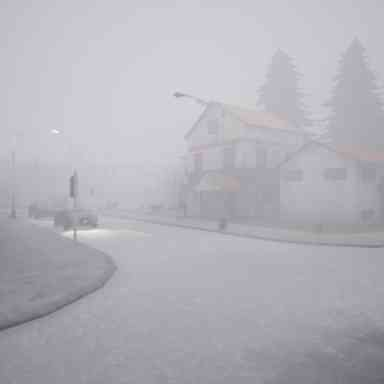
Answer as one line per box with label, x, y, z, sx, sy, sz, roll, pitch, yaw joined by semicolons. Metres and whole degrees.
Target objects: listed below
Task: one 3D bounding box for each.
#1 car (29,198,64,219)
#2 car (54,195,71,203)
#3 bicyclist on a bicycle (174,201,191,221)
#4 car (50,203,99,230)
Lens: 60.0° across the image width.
car;-13.487;1.563;30.204;1.882;1.535;5.008;1;0;-35
car;-17.338;1.366;44.017;2.150;2.045;5.566;0;0;-21
bicyclist on a bicycle;-0.734;1.513;26.714;1.656;1.620;0.582;0;0;-35
car;-7.717;1.643;22.049;1.994;1.385;4.181;1;0;-35
